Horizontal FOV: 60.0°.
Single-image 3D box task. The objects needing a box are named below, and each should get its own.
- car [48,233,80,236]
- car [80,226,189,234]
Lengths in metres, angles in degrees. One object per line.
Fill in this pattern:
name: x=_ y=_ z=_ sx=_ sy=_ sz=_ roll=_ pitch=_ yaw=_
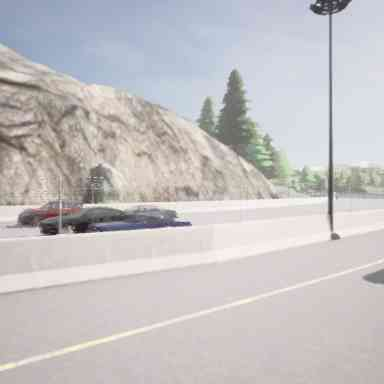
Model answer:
car: x=-5.300 y=1.514 z=17.628 sx=5.008 sy=1.535 sz=1.882 roll=0 pitch=0 yaw=-38
car: x=-2.392 y=1.630 z=15.435 sx=4.718 sy=1.301 sz=1.895 roll=0 pitch=0 yaw=-38
